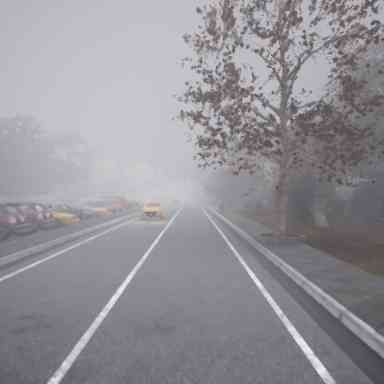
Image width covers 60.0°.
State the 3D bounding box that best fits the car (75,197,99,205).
[{"bbox_3d":[-23.369,1.992,74.220,4.553,1.767,2.185,0,-1,0],"label":"car"}]

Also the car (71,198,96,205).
[{"bbox_3d":[-23.310,2.105,71.572,4.792,1.488,2.163,0,-1,0],"label":"car"}]

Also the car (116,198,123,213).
[{"bbox_3d":[-10.259,1.665,35.479,4.792,1.488,2.163,0,0,0],"label":"car"}]

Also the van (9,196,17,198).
[{"bbox_3d":[-23.249,1.430,38.346,4.442,1.987,1.878,0,0,0],"label":"van"}]

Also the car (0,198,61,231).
[{"bbox_3d":[-10.270,1.390,18.823,4.553,1.767,2.185,0,0,0],"label":"car"}]

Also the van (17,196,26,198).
[{"bbox_3d":[-23.480,1.450,41.116,4.442,1.987,1.878,0,0,0],"label":"van"}]

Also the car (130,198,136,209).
[{"bbox_3d":[-10.311,1.724,43.808,4.792,1.488,2.163,0,0,0],"label":"car"}]

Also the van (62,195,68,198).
[{"bbox_3d":[-23.470,1.587,54.835,4.442,1.987,1.878,0,-1,0],"label":"van"}]

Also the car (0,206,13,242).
[{"bbox_3d":[-10.301,1.476,13.270,5.008,1.535,2.097,0,0,0],"label":"car"}]

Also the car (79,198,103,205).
[{"bbox_3d":[-23.330,2.161,76.989,5.008,1.535,2.097,0,-1,0],"label":"car"}]

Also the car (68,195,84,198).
[{"bbox_3d":[-23.377,1.649,60.498,5.566,2.045,2.435,0,-1,0],"label":"car"}]

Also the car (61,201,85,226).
[{"bbox_3d":[-10.114,1.533,21.598,5.366,1.575,1.946,0,0,0],"label":"car"}]

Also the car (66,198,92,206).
[{"bbox_3d":[-23.339,2.072,68.802,4.674,1.452,2.002,0,-1,0],"label":"car"}]

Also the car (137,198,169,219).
[{"bbox_3d":[-3.370,1.569,29.763,1.882,1.535,5.008,0,0,0],"label":"car"}]

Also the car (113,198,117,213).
[{"bbox_3d":[-10.262,1.645,32.702,4.792,1.488,2.163,0,0,0],"label":"car"}]

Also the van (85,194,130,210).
[{"bbox_3d":[-10.401,1.449,41.033,4.442,1.987,1.878,0,0,0],"label":"van"}]

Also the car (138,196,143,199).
[{"bbox_3d":[-10.271,1.744,49.360,4.892,1.521,2.231,0,-1,0],"label":"car"}]

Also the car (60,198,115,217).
[{"bbox_3d":[-10.107,1.592,29.926,5.366,1.575,1.946,0,0,0],"label":"car"}]

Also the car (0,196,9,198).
[{"bbox_3d":[-23.340,1.385,35.576,5.566,2.045,2.435,0,0,0],"label":"car"}]

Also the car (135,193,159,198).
[{"bbox_3d":[-10.290,1.780,68.784,5.566,2.045,2.435,0,-1,0],"label":"car"}]

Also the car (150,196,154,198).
[{"bbox_3d":[-10.083,1.896,60.452,5.366,1.575,1.946,0,-1,0],"label":"car"}]

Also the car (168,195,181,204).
[{"bbox_3d":[-3.429,1.933,70.311,1.994,1.385,4.181,0,-1,0],"label":"car"}]

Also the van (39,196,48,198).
[{"bbox_3d":[-23.251,1.493,46.672,4.442,1.987,1.878,0,-1,0],"label":"van"}]

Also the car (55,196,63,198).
[{"bbox_3d":[-23.384,1.804,52.061,4.792,1.488,2.163,0,-1,0],"label":"car"}]

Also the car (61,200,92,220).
[{"bbox_3d":[-10.291,1.557,24.374,4.892,1.521,2.231,0,0,0],"label":"car"}]

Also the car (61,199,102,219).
[{"bbox_3d":[-10.301,1.577,27.151,4.892,1.521,2.231,0,0,0],"label":"car"}]

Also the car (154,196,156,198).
[{"bbox_3d":[-10.450,1.984,66.004,5.366,1.575,1.946,0,-1,0],"label":"car"}]

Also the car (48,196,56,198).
[{"bbox_3d":[-23.386,1.774,49.421,4.792,1.488,2.163,0,-1,0],"label":"car"}]

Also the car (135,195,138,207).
[{"bbox_3d":[-10.311,1.592,46.582,4.553,1.767,2.185,0,-1,0],"label":"car"}]

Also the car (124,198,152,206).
[{"bbox_3d":[-10.273,1.944,63.228,4.892,1.521,2.231,0,-1,0],"label":"car"}]

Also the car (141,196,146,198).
[{"bbox_3d":[-10.461,1.772,52.128,5.366,1.575,1.946,0,-1,0],"label":"car"}]

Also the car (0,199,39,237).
[{"bbox_3d":[-10.273,1.370,16.047,4.553,1.767,2.185,0,0,0],"label":"car"}]

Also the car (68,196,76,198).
[{"bbox_3d":[-23.322,1.886,57.725,4.792,1.488,2.163,0,-1,0],"label":"car"}]

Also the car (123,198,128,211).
[{"bbox_3d":[-10.257,1.685,38.255,4.792,1.488,2.163,0,0,0],"label":"car"}]

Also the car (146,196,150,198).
[{"bbox_3d":[-10.088,1.808,54.780,5.366,1.575,1.946,0,-1,0],"label":"car"}]

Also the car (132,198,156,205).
[{"bbox_3d":[-10.265,2.075,71.556,5.008,1.535,2.097,0,-1,0],"label":"car"}]

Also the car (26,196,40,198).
[{"bbox_3d":[-23.367,1.696,43.884,5.008,1.535,2.097,0,0,0],"label":"car"}]
